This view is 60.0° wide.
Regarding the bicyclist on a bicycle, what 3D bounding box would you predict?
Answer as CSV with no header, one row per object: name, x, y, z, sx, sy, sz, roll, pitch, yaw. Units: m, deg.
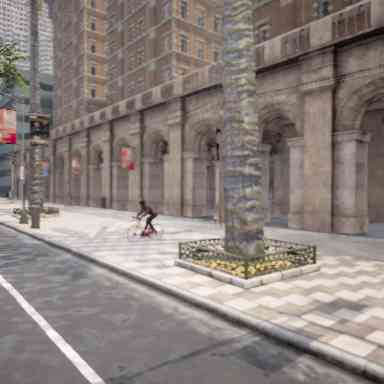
bicyclist on a bicycle,-1.794,1.137,12.875,1.656,1.620,0.582,0,1,-40
